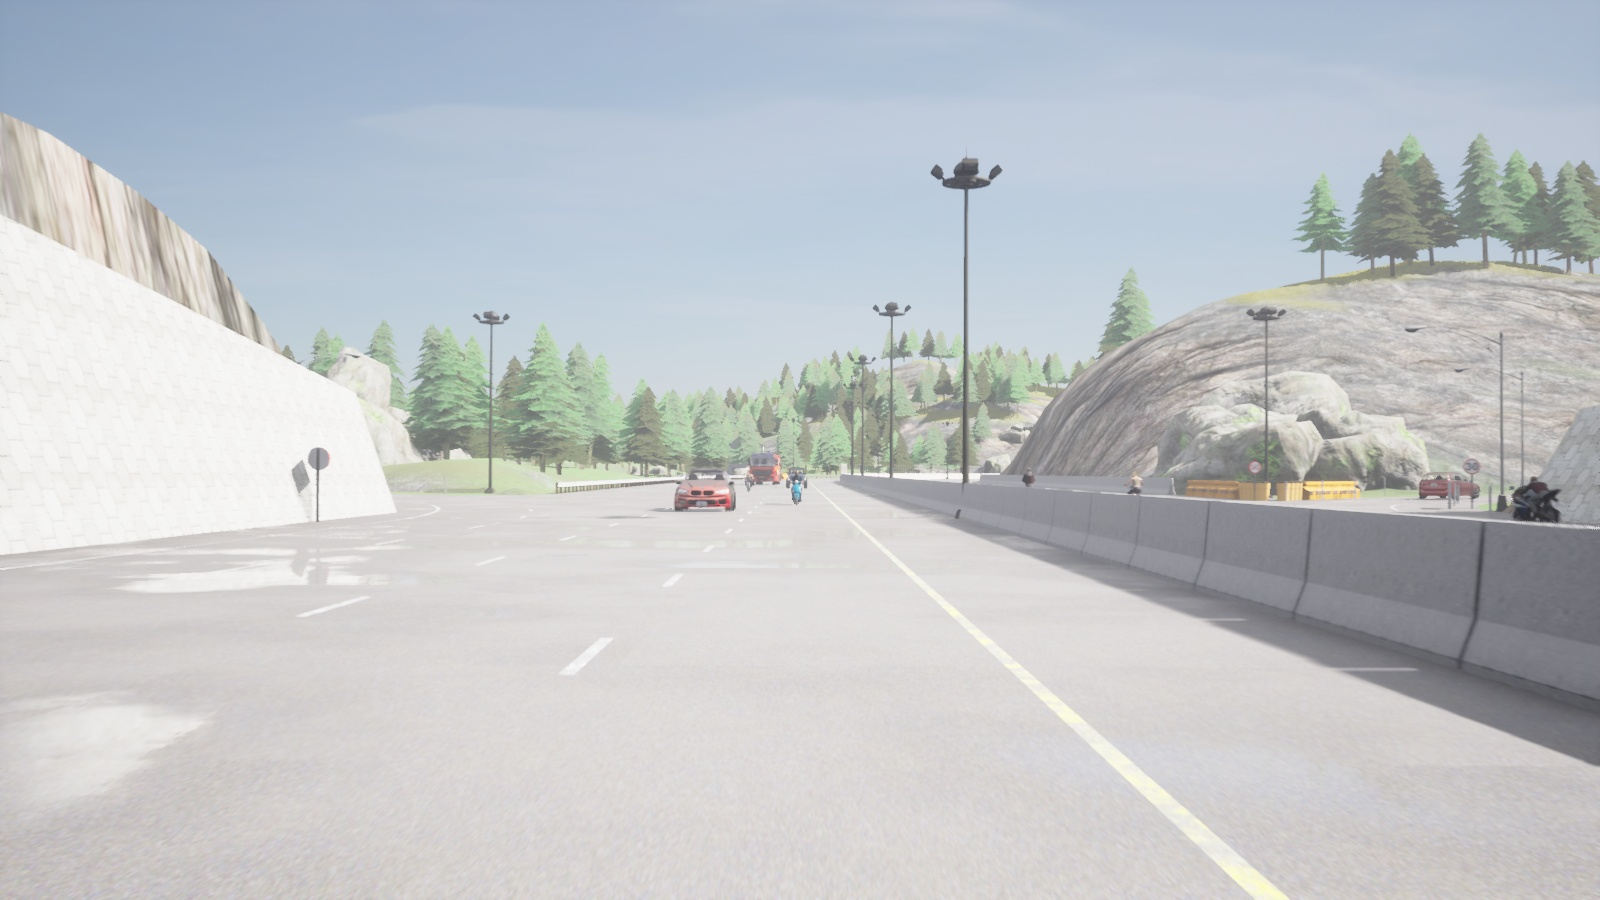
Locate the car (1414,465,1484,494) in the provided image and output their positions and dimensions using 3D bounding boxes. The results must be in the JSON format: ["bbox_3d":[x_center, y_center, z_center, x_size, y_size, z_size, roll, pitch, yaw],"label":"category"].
[{"bbox_3d":[39.695,1.782,76.735,4.611,1.667,2.242,1,-1,-41],"label":"car"}]

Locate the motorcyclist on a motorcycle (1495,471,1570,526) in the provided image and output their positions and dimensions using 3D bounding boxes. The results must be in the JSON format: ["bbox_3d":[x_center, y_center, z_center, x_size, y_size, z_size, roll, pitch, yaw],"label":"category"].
[{"bbox_3d":[20.925,1.367,35.918,0.866,1.530,2.191,0,-1,0],"label":"motorcyclist on a motorcycle"}]

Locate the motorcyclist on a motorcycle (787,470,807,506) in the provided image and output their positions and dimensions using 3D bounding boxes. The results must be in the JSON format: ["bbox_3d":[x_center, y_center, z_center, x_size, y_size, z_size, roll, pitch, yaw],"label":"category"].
[{"bbox_3d":[-0.139,1.724,57.073,0.866,1.590,1.817,0,-1,0],"label":"motorcyclist on a motorcycle"}]

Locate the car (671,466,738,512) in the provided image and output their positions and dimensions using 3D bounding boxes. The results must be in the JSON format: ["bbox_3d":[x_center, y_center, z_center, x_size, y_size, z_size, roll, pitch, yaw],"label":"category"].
[{"bbox_3d":[-3.618,1.486,48.503,2.242,1.667,4.611,0,-1,0],"label":"car"}]
